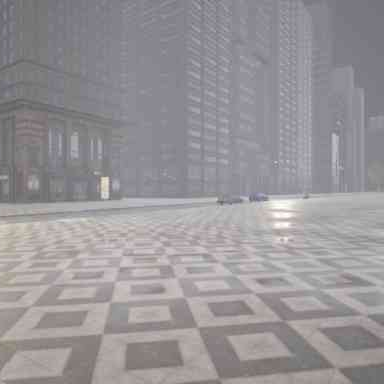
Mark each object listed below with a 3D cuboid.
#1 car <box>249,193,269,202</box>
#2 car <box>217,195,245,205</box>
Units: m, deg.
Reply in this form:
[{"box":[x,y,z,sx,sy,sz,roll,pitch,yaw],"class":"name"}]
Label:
[{"box":[11.160,0.906,55.108,1.882,1.535,5.008,0,1,35],"class":"car"},{"box":[5.544,1.064,47.133,2.033,1.411,5.357,0,1,36],"class":"car"}]
